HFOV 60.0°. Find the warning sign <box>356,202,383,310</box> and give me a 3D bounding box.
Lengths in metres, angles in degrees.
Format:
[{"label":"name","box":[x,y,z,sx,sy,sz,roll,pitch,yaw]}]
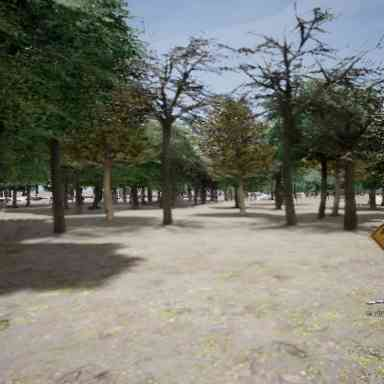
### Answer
[{"label":"warning sign","box":[3.875,1.129,5.981,1.060,1.860,1.300,0,0,-34]}]
